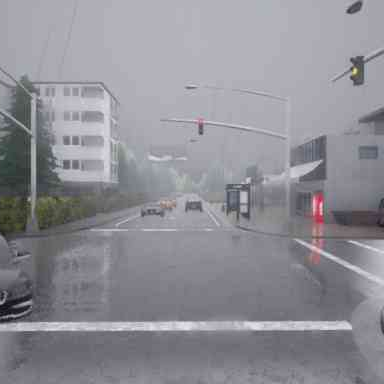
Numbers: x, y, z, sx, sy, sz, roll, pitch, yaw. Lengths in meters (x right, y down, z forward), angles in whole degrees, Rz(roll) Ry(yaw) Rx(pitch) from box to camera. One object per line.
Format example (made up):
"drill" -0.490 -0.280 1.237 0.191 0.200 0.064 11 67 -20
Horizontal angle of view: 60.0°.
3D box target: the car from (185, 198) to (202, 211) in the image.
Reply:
"car" 0.201 1.477 39.884 1.882 1.535 5.008 0 0 0

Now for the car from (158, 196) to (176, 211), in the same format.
"car" -3.497 1.352 40.733 2.097 1.767 4.553 0 0 0

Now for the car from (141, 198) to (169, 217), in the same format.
"car" -3.527 1.564 31.031 1.994 1.385 4.181 0 0 0

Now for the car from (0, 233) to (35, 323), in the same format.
"car" -4.646 1.517 6.738 1.837 1.490 4.892 4 -4 -39
